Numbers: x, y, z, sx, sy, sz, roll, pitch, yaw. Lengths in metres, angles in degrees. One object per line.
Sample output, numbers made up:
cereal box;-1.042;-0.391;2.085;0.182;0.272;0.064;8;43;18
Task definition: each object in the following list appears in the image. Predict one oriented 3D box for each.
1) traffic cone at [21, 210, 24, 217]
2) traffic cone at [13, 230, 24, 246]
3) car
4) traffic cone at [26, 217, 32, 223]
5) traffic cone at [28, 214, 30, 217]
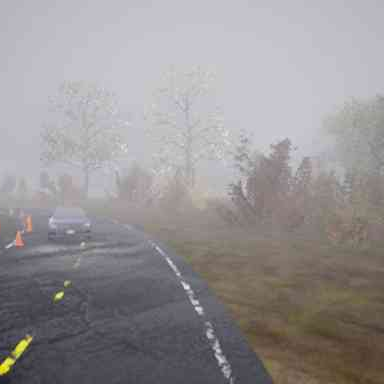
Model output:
traffic cone;-13.394;1.688;26.259;0.340;0.580;0.340;-1;1;-34
traffic cone;-7.029;1.852;13.498;0.340;0.580;0.340;0;1;-19
car;-5.925;1.386;16.102;1.812;1.442;4.674;0;1;-22
traffic cone;-8.751;1.798;17.942;0.340;0.580;0.340;0;1;-24
traffic cone;-10.879;1.741;22.209;0.340;0.580;0.340;-1;1;-29
